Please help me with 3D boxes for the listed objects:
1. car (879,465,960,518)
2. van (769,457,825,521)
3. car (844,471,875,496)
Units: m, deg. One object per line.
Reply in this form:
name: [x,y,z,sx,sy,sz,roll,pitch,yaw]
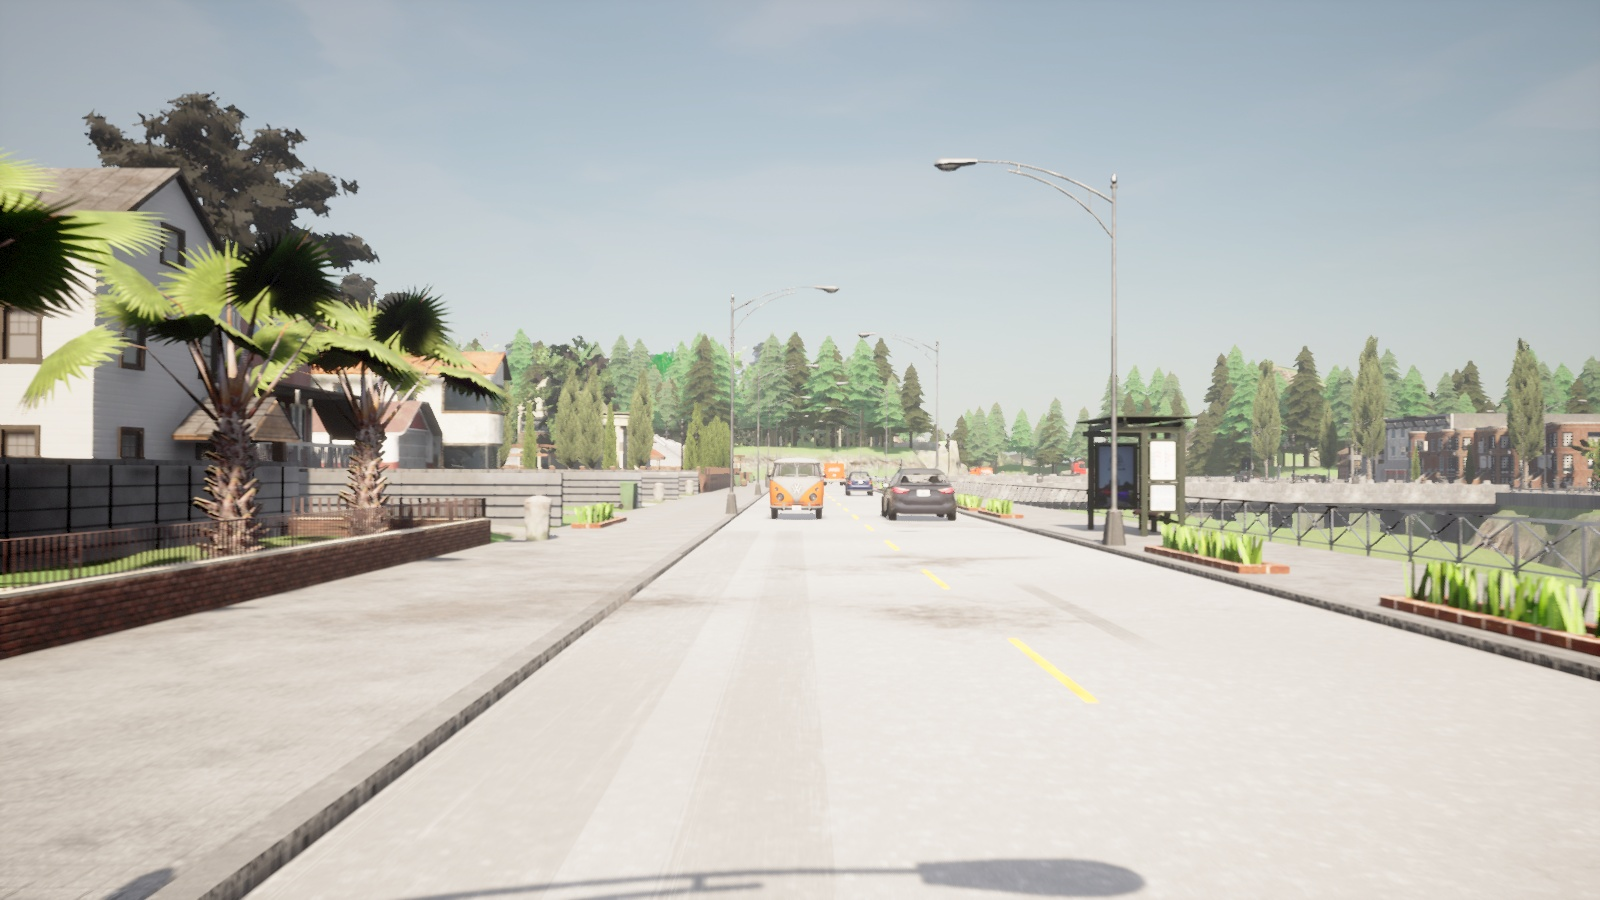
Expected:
car: [3.901,1.343,41.815,2.242,1.667,4.611,0,-1,0]
van: [-0.099,1.264,41.597,1.775,1.987,4.442,0,-1,0]
car: [3.809,2.137,81.197,1.789,1.549,3.705,0,-1,0]
